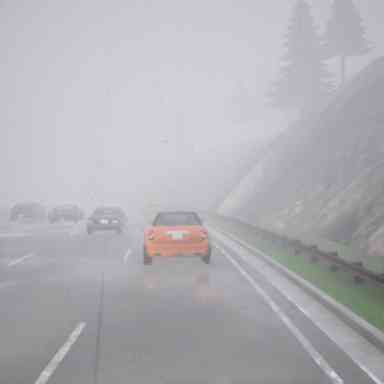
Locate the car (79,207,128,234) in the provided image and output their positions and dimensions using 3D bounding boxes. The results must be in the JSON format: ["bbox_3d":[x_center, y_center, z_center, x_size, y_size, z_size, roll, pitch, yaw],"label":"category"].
[{"bbox_3d":[-4.805,1.542,19.197,2.033,1.411,5.357,0,0,-7],"label":"car"}]

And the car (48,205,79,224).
[{"bbox_3d":[-9.241,1.612,24.859,1.895,1.301,4.718,0,0,-11],"label":"car"}]

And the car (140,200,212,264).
[{"bbox_3d":[-0.587,1.334,11.984,2.097,1.767,4.553,0,0,-4],"label":"car"}]

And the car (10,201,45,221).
[{"bbox_3d":[-13.422,1.537,27.373,1.837,1.490,4.892,0,0,-14],"label":"car"}]

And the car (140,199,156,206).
[{"bbox_3d":[-3.918,1.443,32.324,1.882,1.535,5.008,0,0,-15],"label":"car"}]
